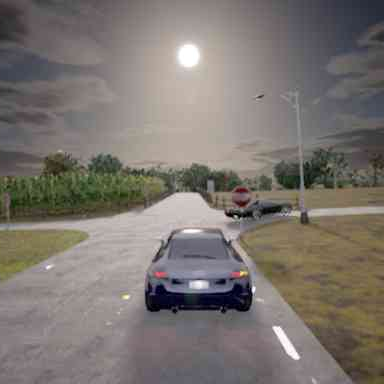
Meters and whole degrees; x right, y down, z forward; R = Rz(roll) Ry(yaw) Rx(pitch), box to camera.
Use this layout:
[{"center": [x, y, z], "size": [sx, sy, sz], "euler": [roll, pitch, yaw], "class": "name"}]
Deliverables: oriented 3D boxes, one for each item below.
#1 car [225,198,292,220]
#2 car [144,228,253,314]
[{"center": [4.431, 1.052, 21.672], "size": [4.718, 1.301, 1.895], "euler": [-5, 0, -37], "class": "car"}, {"center": [0.105, 1.502, 7.588], "size": [1.994, 1.385, 4.181], "euler": [0, 1, 0], "class": "car"}]
